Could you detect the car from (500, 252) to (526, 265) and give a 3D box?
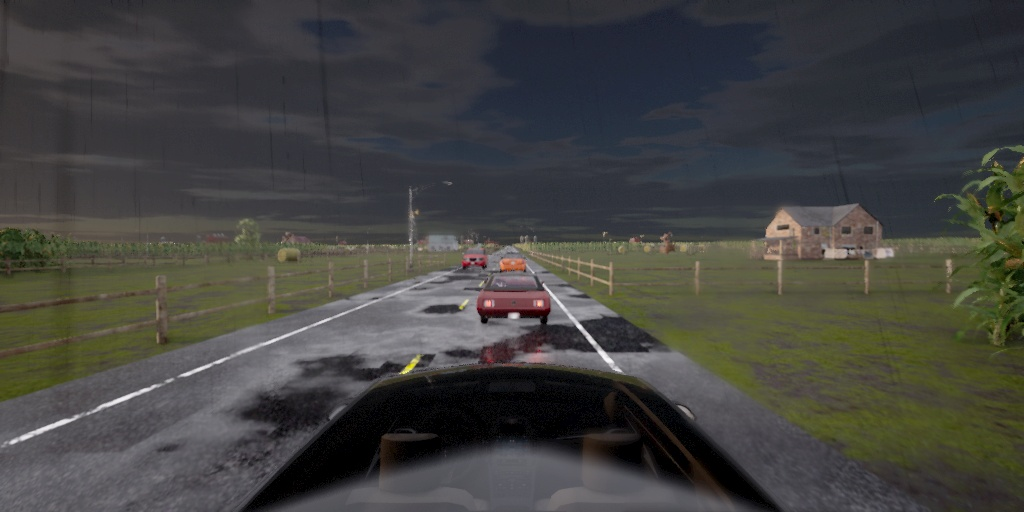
[{"bbox_3d":[0.093,0.484,29.817,2.097,1.767,4.553,0,1,0],"label":"car"}]

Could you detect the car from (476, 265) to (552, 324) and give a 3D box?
[{"bbox_3d":[0.067,1.149,11.058,1.895,1.301,4.718,0,1,0],"label":"car"}]

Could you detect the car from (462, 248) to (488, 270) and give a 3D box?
[{"bbox_3d":[-3.574,0.225,35.521,2.150,2.045,5.566,0,1,0],"label":"car"}]
